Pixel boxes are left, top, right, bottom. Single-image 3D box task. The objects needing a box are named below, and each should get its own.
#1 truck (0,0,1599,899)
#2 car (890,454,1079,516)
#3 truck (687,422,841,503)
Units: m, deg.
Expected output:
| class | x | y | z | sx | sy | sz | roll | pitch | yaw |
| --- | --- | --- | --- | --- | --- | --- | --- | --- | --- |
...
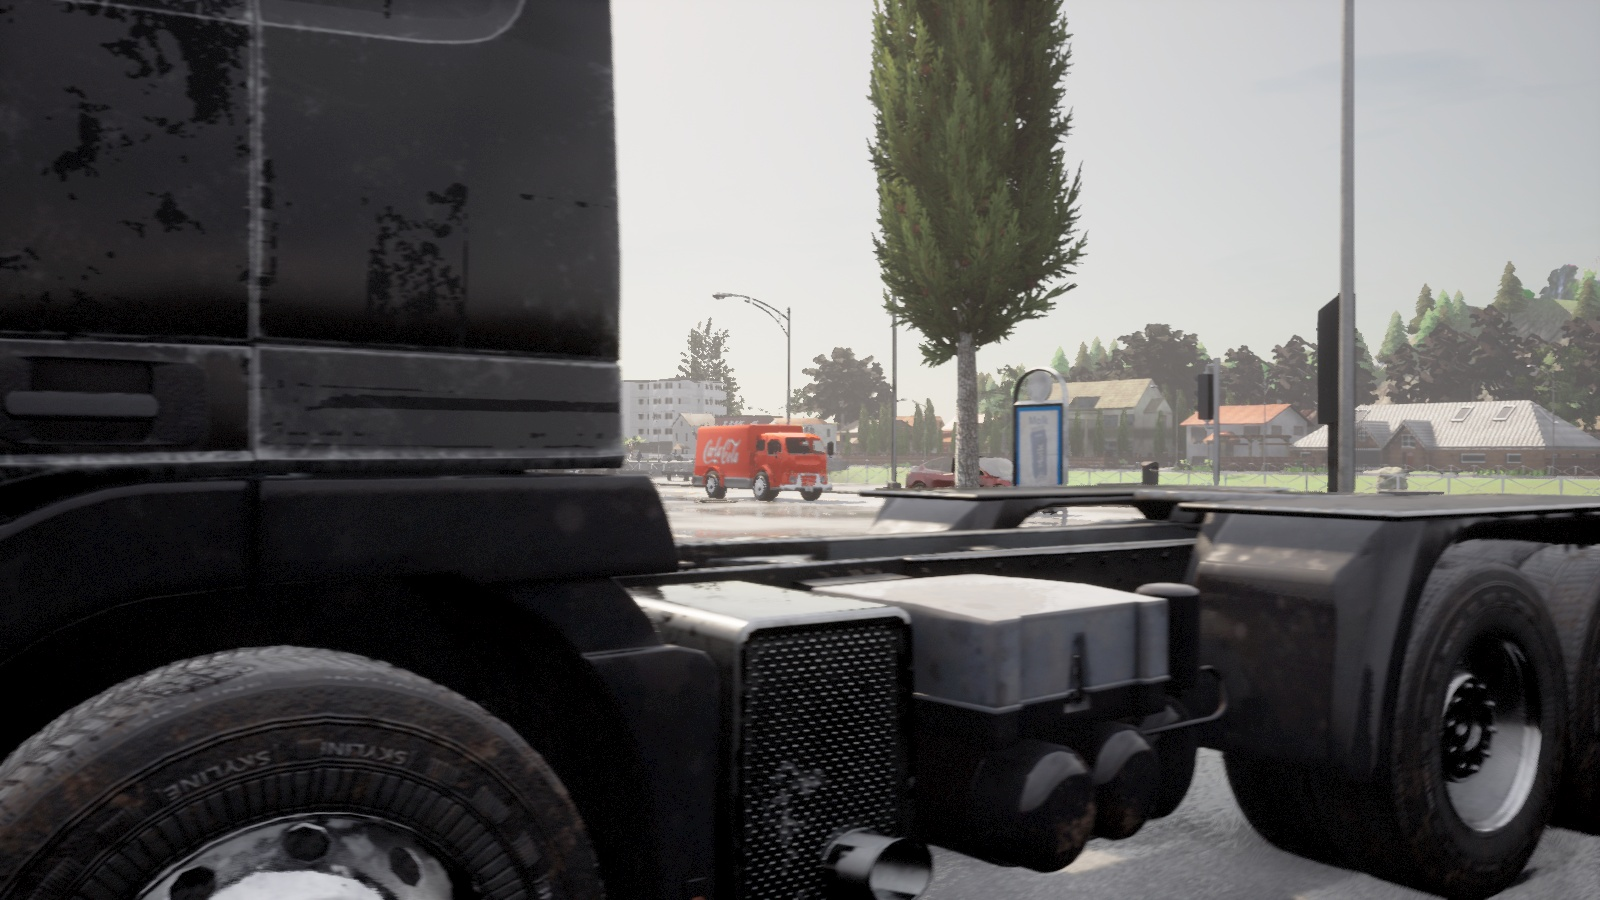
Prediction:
| class | x | y | z | sx | sy | sz | roll | pitch | yaw |
| --- | --- | --- | --- | --- | --- | --- | --- | --- | --- |
| truck | 0.198 | -0.223 | 4.377 | 7.936 | 3.462 | 2.891 | 0 | 0 | -35 |
| car | 4.685 | 0.851 | 32.623 | 2.163 | 1.488 | 4.792 | 0 | 0 | -35 |
| truck | -1.258 | 0.399 | 41.150 | 2.627 | 2.467 | 5.204 | 0 | 0 | -35 |
